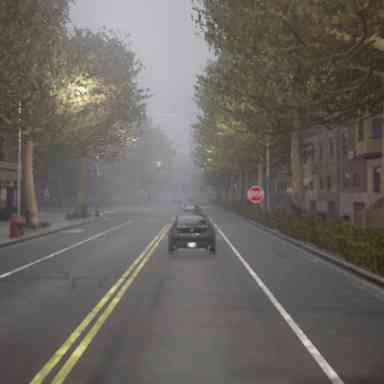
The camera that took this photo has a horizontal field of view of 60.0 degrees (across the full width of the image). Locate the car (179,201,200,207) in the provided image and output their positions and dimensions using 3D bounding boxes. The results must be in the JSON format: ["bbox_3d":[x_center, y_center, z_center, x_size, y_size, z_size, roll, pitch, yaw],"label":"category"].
[{"bbox_3d":[0.004,1.802,29.377,1.812,1.442,4.674,0,0,0],"label":"car"}]

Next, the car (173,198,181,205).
[{"bbox_3d":[-3.508,2.213,78.605,1.882,1.535,5.008,0,-1,0],"label":"car"}]

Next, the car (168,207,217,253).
[{"bbox_3d":[0.003,1.643,14.304,1.837,1.490,4.892,0,0,0],"label":"car"}]

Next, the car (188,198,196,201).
[{"bbox_3d":[-0.009,2.212,89.764,1.812,1.442,4.674,0,-1,5],"label":"car"}]
